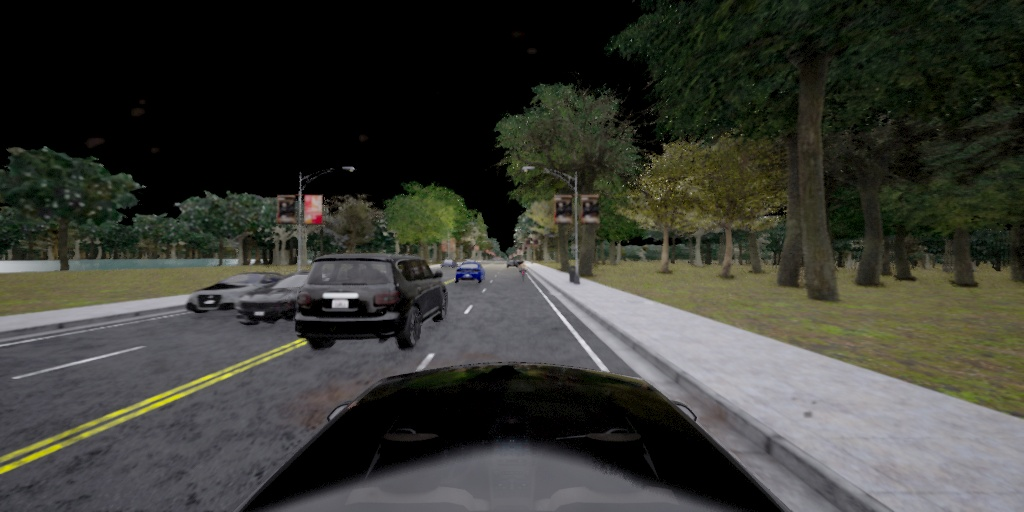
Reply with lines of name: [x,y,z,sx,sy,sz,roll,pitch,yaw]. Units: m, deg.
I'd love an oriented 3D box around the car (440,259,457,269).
car: [-9.785,1.269,55.739,1.812,1.442,4.674,0,0,0]

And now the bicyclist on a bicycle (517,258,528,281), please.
bicyclist on a bicycle: [0.897,1.189,28.798,0.866,1.612,1.509,0,-1,0]

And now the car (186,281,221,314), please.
car: [-9.843,1.315,13.658,1.994,1.385,4.181,0,0,0]

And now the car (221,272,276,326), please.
car: [-6.594,1.228,11.857,1.882,1.535,5.008,0,0,0]

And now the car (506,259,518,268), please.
car: [0.066,1.267,59.696,1.812,1.442,4.674,0,0,1]

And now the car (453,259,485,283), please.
car: [-3.141,1.229,27.750,1.882,1.535,5.008,0,0,0]

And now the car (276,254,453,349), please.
car: [-3.148,0.972,9.259,2.150,2.045,5.566,0,0,0]

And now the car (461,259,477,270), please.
car: [-6.534,1.221,54.729,1.882,1.535,5.008,0,0,0]
